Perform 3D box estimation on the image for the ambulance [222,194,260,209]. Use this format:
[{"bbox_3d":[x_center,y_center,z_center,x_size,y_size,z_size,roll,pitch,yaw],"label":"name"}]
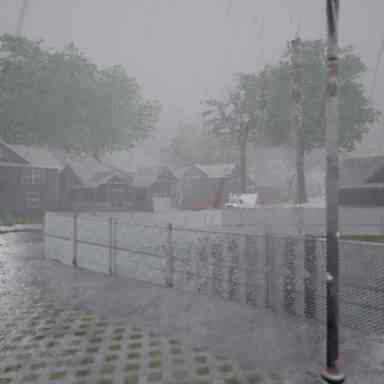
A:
[{"bbox_3d":[5.997,1.445,40.648,2.351,2.431,6.366,-1,0,36],"label":"ambulance"}]
